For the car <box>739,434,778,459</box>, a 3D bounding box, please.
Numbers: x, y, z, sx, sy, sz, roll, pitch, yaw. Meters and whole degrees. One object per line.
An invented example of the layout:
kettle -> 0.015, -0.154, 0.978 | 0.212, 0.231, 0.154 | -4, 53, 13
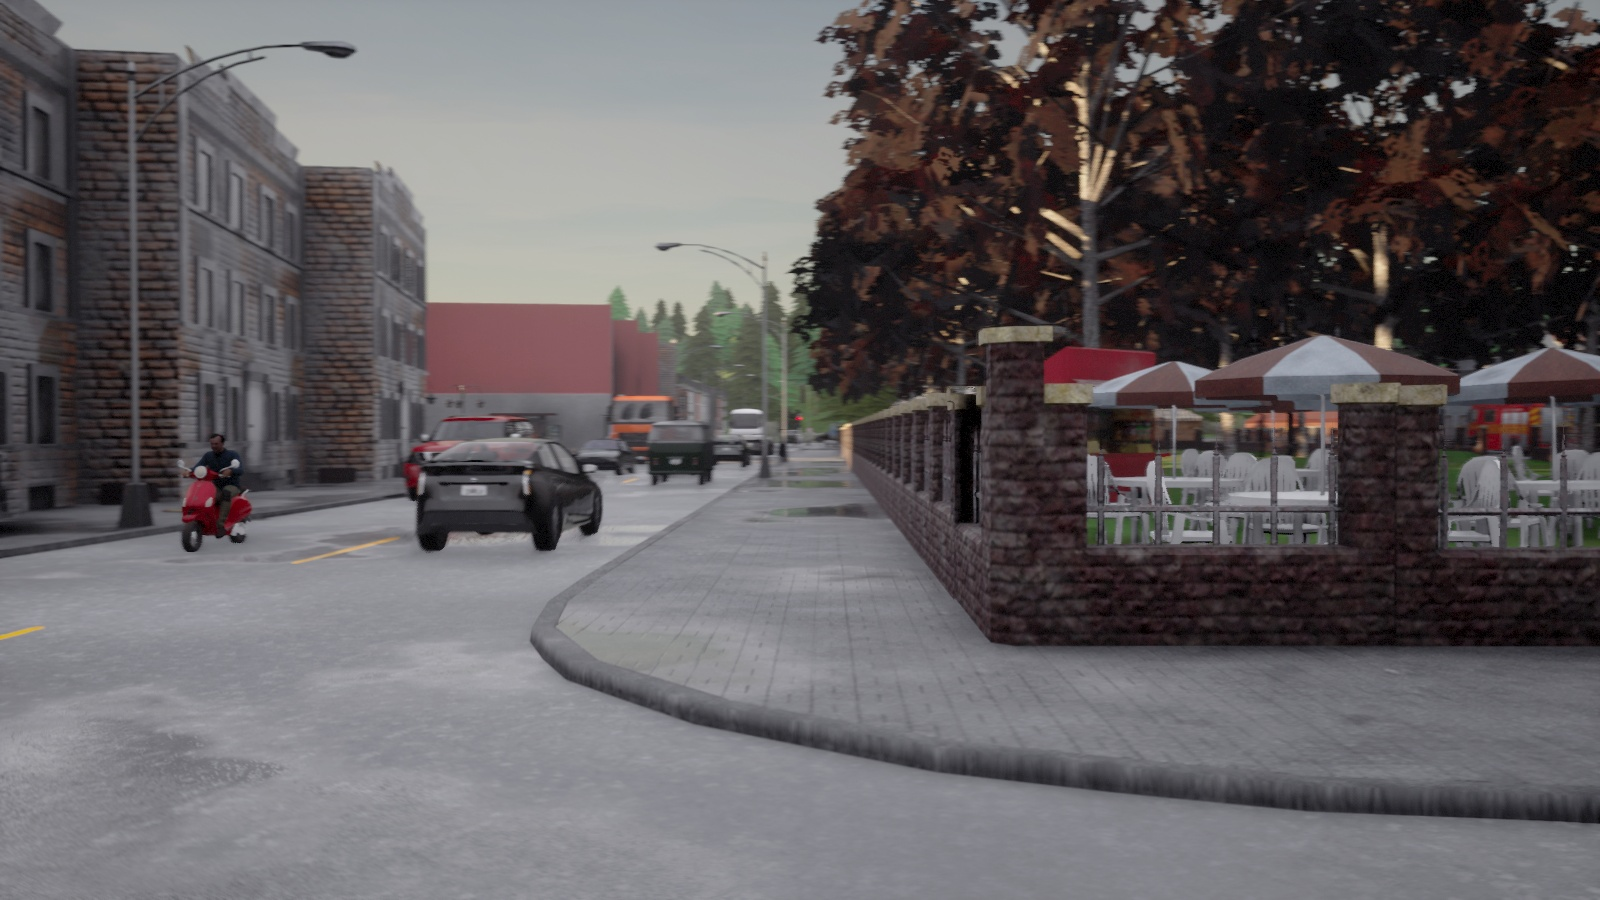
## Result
car -> -2.528, -0.226, 77.971 | 2.163, 1.488, 4.792 | 0, 1, 1

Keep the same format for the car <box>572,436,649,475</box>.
car -> -7.290, 0.189, 48.781 | 2.033, 1.411, 5.357 | 0, 1, 1

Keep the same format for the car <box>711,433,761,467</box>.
car -> -3.005, -0.040, 59.874 | 2.007, 1.525, 4.514 | 0, 1, 1

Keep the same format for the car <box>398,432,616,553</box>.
car -> -4.066, 0.510, 18.273 | 2.007, 1.525, 4.514 | 0, 1, 2

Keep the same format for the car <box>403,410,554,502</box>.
car -> -7.737, 0.098, 30.830 | 2.150, 2.045, 5.566 | 0, 1, 1

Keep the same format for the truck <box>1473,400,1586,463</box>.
truck -> 46.446, -1.192, 80.262 | 2.891, 3.827, 8.468 | 0, 1, 5

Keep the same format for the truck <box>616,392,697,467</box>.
truck -> -6.944, -1.016, 62.048 | 2.891, 3.462, 7.936 | 0, 1, 2

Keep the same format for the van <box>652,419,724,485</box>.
van -> -3.508, 0.030, 39.949 | 1.775, 1.987, 4.442 | 0, 1, 1

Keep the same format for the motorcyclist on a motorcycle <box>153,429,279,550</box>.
motorcyclist on a motorcycle -> -8.072, 0.509, 17.457 | 0.866, 1.590, 1.817 | 0, 1, 1
